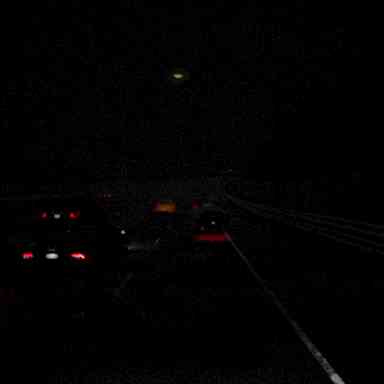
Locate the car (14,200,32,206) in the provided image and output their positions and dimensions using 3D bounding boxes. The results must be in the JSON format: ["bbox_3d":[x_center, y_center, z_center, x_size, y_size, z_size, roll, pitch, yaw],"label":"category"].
[{"bbox_3d":[-17.060,1.574,34.862,2.128,1.511,4.902,0,0,2],"label":"car"}]

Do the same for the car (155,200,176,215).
[{"bbox_3d":[-2.829,1.569,35.972,1.882,1.535,5.008,0,1,2],"label":"car"}]

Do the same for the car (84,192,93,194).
[{"bbox_3d":[-22.329,0.752,71.671,1.837,1.490,4.892,0,2,3],"label":"car"}]

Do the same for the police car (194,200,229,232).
[{"bbox_3d":[1.248,1.537,21.318,1.930,1.638,5.238,0,0,1],"label":"police car"}]

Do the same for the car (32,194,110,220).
[{"bbox_3d":[-6.729,1.318,19.393,2.150,2.045,5.566,0,0,1],"label":"car"}]

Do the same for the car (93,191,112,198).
[{"bbox_3d":[-18.834,0.615,71.477,2.097,1.767,4.553,0,2,3],"label":"car"}]

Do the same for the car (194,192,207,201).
[{"bbox_3d":[1.299,1.289,55.312,1.812,1.442,4.674,0,2,3],"label":"car"}]

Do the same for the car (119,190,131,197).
[{"bbox_3d":[-15.090,0.330,75.281,1.882,1.535,5.008,0,2,3],"label":"car"}]

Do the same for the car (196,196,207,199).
[{"bbox_3d":[1.644,1.593,37.018,1.837,1.490,4.892,0,1,2],"label":"car"}]

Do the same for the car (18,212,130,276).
[{"bbox_3d":[-3.347,1.607,10.528,2.033,1.411,5.357,0,0,1],"label":"car"}]
